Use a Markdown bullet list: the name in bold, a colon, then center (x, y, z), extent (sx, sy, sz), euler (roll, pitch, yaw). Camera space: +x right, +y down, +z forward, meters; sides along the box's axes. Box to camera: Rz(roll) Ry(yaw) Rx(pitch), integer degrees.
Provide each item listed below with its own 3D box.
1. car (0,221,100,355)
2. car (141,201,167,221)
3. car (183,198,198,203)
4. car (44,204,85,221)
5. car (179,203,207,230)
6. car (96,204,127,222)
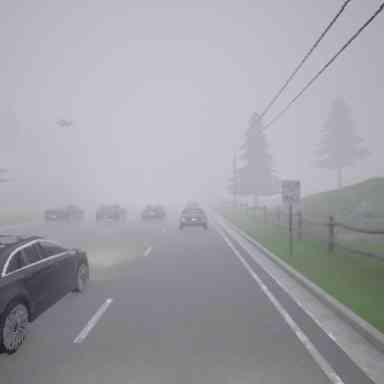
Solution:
- **car**: center (-3.403, 1.547, 6.145), extent (2.128, 1.511, 4.902), euler (0, 0, 0)
- **car**: center (-3.411, 1.828, 30.374), extent (1.994, 1.385, 4.181), euler (0, 0, 0)
- **car**: center (0.084, 1.904, 45.843), extent (1.837, 1.490, 4.892), euler (0, 0, 0)
- **car**: center (-10.410, 1.716, 27.514), extent (1.882, 1.535, 5.008), euler (0, 0, 0)
- **car**: center (0.090, 1.746, 22.816), extent (2.033, 1.411, 5.357), euler (0, 0, 0)
- **car**: center (-6.910, 1.742, 28.803), extent (2.128, 1.511, 4.902), euler (0, 0, 0)
